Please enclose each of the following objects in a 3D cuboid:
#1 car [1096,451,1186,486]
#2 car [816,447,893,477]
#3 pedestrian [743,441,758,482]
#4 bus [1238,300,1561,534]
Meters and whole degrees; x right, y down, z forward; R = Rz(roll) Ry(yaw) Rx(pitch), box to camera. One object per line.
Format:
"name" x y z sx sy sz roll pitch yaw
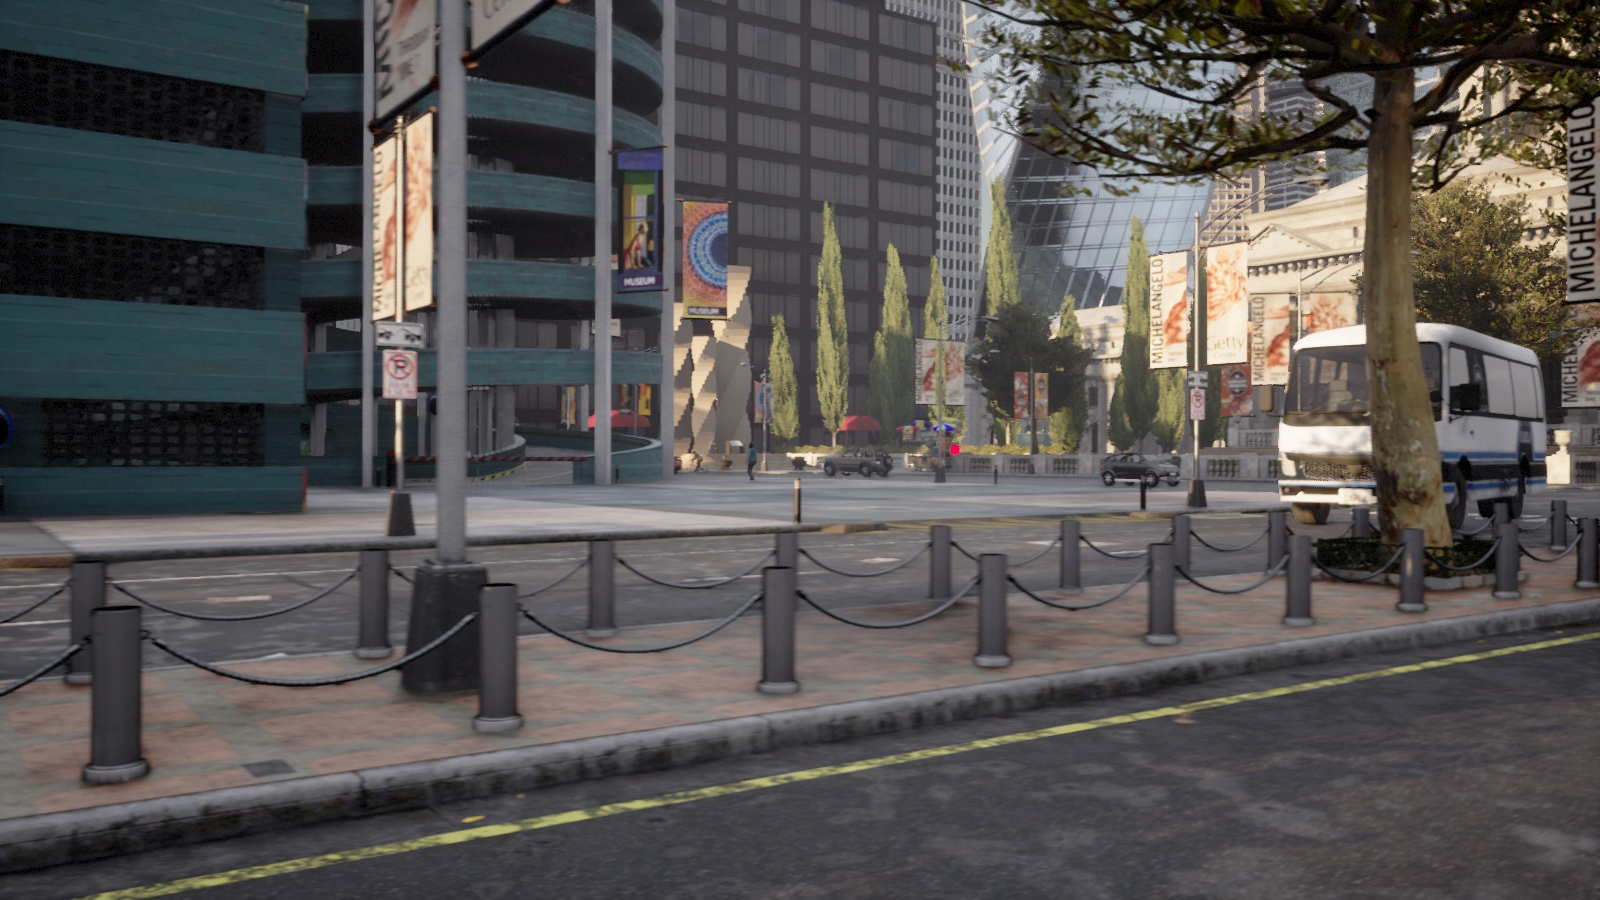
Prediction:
"car" 15.699 0.829 57.973 1.789 1.549 3.705 0 0 -35
"car" 3.421 0.742 78.758 4.605 1.855 1.932 0 0 40
"pedestrian" -2.357 0.549 59.938 0.396 1.930 0.692 0 0 -36
"bus" 13.695 -0.594 27.982 3.944 4.253 10.273 0 0 41
